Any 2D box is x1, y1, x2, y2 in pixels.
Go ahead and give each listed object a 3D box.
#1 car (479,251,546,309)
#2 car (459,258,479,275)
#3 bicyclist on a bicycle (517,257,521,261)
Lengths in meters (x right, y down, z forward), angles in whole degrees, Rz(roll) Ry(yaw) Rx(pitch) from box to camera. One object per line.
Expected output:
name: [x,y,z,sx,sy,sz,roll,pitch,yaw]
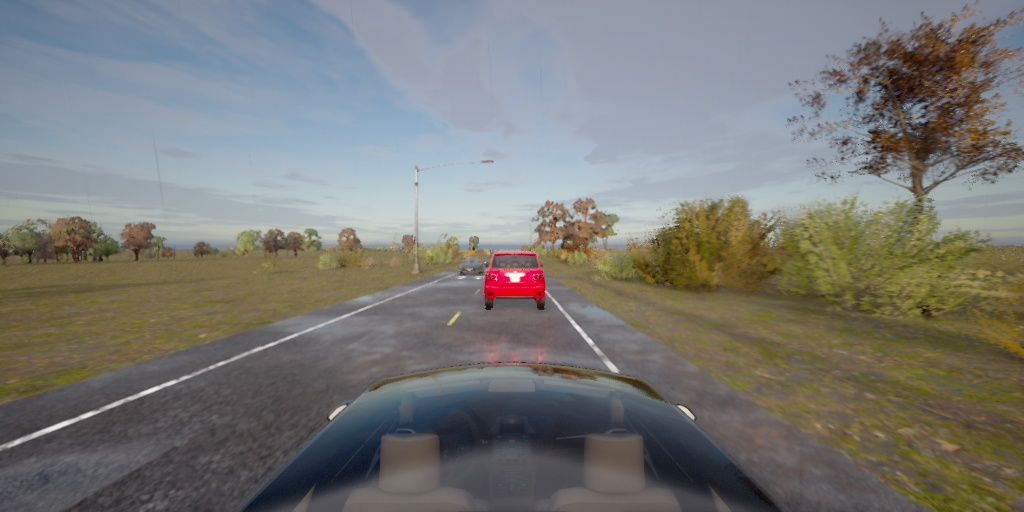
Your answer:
car: [0.098,0.831,14.353,2.150,2.045,5.566,0,0,0]
car: [-3.592,0.922,32.330,1.837,1.490,4.892,0,0,0]
bicyclist on a bicycle: [0.953,0.589,50.421,0.659,1.776,1.843,0,1,0]
